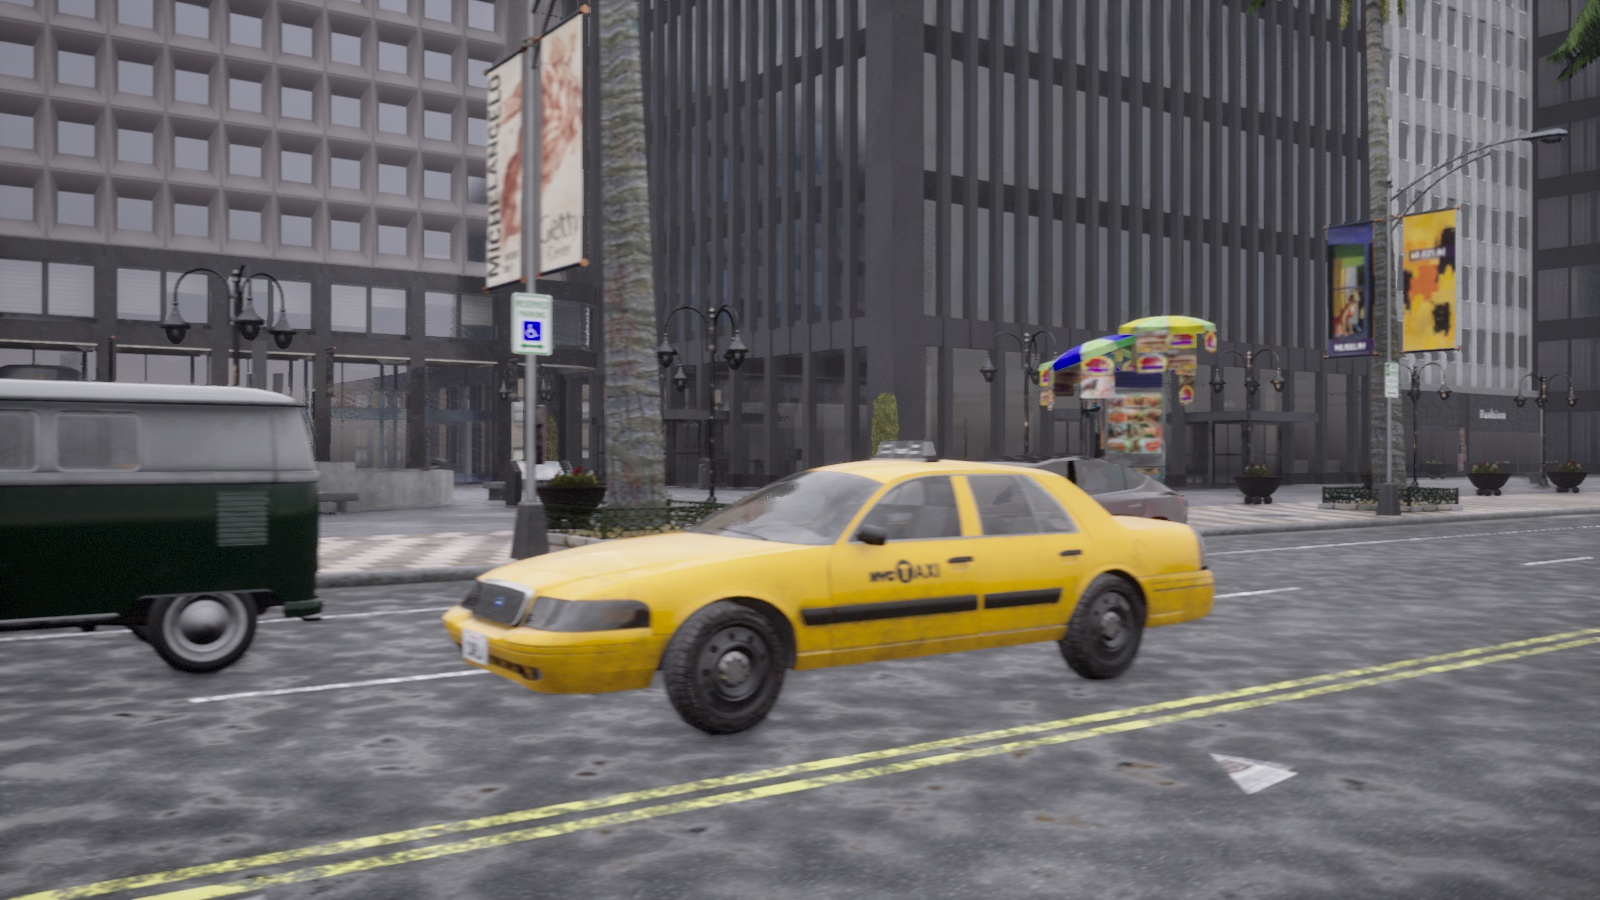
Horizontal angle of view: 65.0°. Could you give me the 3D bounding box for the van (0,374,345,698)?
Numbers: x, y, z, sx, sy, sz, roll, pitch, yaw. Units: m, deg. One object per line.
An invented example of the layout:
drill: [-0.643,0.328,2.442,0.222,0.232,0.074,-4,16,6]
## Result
van: [-5.543,0.529,8.330,4.442,1.987,1.775,0,0,-35]

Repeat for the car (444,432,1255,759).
car: [0.586,0.703,8.320,5.366,1.575,1.801,0,0,-35]

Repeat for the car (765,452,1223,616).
car: [2.213,0.773,13.734,4.792,1.488,2.163,0,0,-35]
